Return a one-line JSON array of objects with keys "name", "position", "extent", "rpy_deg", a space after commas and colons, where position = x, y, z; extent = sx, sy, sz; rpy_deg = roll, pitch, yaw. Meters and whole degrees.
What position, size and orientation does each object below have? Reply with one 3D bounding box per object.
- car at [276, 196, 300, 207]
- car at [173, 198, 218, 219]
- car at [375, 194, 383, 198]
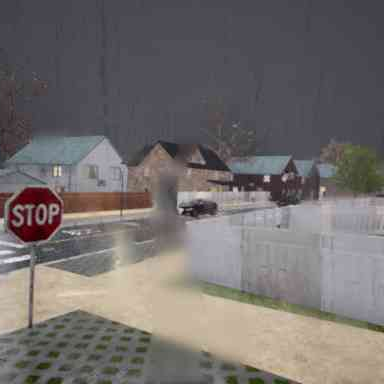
[{"name": "car", "position": [13.097, 1.272, 45.098], "extent": [1.837, 1.490, 4.892], "rpy_deg": [4, 2, 38]}, {"name": "car", "position": [0.401, 1.277, 27.365], "extent": [2.128, 1.511, 4.902], "rpy_deg": [4, 2, 33]}, {"name": "car", "position": [40.396, 1.196, 70.758], "extent": [4.674, 1.442, 1.812], "rpy_deg": [0, 3, -43]}]
